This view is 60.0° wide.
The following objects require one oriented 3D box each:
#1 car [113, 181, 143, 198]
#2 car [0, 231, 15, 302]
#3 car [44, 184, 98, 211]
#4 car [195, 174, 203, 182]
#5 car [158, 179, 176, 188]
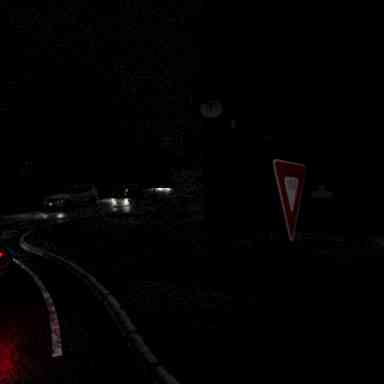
[{"bbox_3d":[-7.749,-0.363,40.436,2.097,1.767,4.553,0,5,18],"label":"car"},{"bbox_3d":[-5.599,1.394,7.752,2.097,1.767,4.553,0,0,-36],"label":"car"},{"bbox_3d":[-11.204,0.451,31.279,2.150,2.045,5.566,0,5,22],"label":"car"},{"bbox_3d":[1.721,-2.951,68.315,1.882,1.535,5.008,0,5,4],"label":"car"},{"bbox_3d":[-4.041,-1.436,53.400,1.994,1.385,4.181,0,5,13],"label":"car"}]
